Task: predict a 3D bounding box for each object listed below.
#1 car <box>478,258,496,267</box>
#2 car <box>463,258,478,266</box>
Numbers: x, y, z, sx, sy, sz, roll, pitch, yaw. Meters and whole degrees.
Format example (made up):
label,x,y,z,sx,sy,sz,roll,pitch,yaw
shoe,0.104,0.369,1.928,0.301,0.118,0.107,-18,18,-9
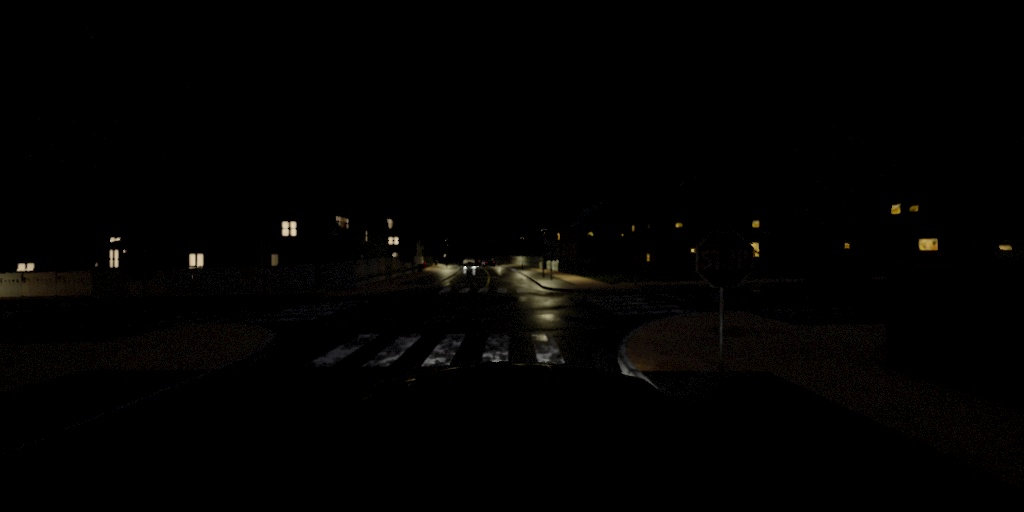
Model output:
label,x,y,z,sx,sy,sz,roll,pitch,yaw
car,-3.739,1.007,56.653,2.033,1.411,5.357,0,0,-10
car,-7.345,0.988,61.111,1.812,1.442,4.674,0,0,-10
